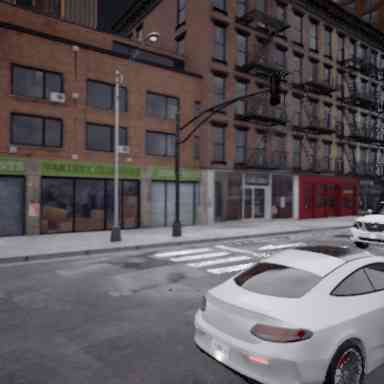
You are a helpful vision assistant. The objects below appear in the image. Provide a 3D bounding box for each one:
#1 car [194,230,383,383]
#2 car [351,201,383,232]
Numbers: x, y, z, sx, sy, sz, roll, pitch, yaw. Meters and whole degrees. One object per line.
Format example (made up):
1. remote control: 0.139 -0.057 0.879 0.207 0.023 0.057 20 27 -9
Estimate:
1. car: 2.181 1.561 4.991 4.674 1.442 1.812 1 0 -36
2. car: 9.087 1.339 14.164 5.566 2.045 2.150 1 0 -35
